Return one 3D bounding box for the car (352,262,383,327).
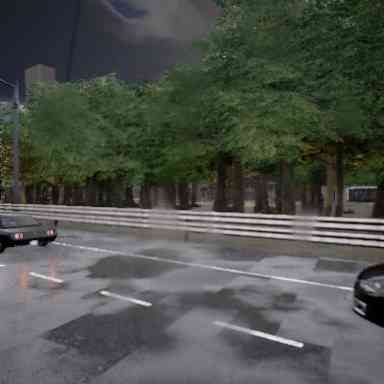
[{"bbox_3d":[4.952,1.492,4.633,4.902,1.511,2.128,0,0,35],"label":"car"}]

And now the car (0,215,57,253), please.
[{"bbox_3d":[-7.676,1.604,13.655,4.718,1.301,1.895,0,0,36],"label":"car"}]
